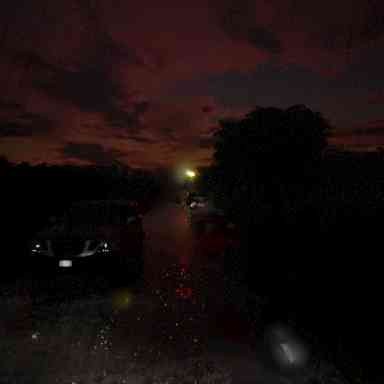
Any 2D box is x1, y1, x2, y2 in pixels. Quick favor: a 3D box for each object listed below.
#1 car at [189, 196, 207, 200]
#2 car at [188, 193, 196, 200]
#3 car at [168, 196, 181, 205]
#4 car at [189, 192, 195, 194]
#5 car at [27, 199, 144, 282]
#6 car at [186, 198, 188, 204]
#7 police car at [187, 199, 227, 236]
[{"bbox_3d":[0.865,1.452,28.771,1.801,1.575,5.366,0,0,0],"label":"car"},{"bbox_3d":[0.872,1.309,34.553,2.097,1.767,4.553,0,0,0],"label":"car"},{"bbox_3d":[-2.734,1.295,53.597,2.033,1.411,5.357,0,1,1],"label":"car"},{"bbox_3d":[0.105,0.655,75.396,2.033,1.411,5.357,0,2,0],"label":"car"},{"bbox_3d":[-2.836,1.260,10.238,2.150,2.045,5.566,0,0,0],"label":"car"},{"bbox_3d":[0.073,1.372,52.095,1.895,1.301,4.718,0,1,0],"label":"car"},{"bbox_3d":[0.851,1.461,18.691,1.930,1.638,5.238,0,0,0],"label":"police car"}]
